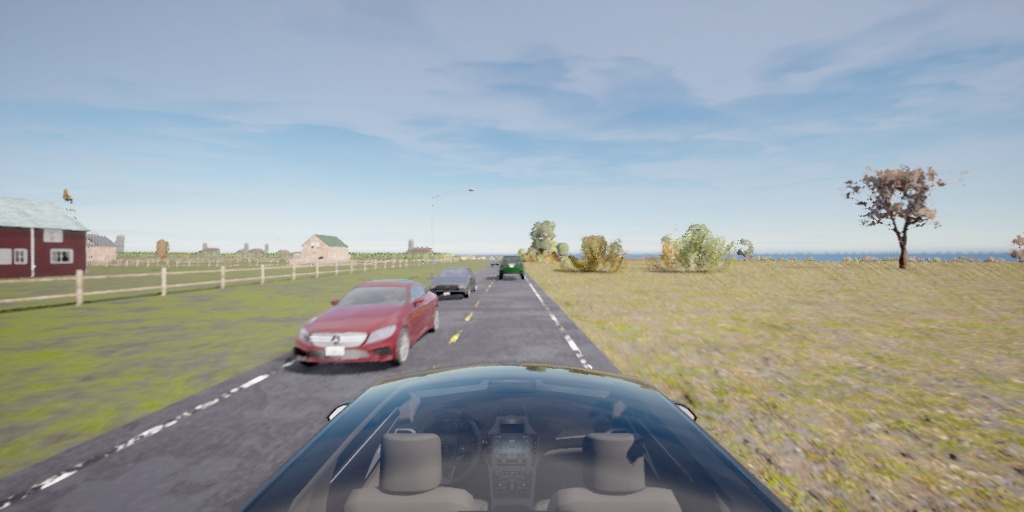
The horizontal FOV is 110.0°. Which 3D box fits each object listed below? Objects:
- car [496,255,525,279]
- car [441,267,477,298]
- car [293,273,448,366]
[{"bbox_3d":[-0.034,0.960,32.279,2.150,2.045,5.566,0,-1,0],"label":"car"},{"bbox_3d":[-2.903,1.304,18.748,2.033,1.411,5.357,0,0,0],"label":"car"},{"bbox_3d":[-2.867,1.285,8.141,1.812,1.442,4.674,0,0,0],"label":"car"}]
